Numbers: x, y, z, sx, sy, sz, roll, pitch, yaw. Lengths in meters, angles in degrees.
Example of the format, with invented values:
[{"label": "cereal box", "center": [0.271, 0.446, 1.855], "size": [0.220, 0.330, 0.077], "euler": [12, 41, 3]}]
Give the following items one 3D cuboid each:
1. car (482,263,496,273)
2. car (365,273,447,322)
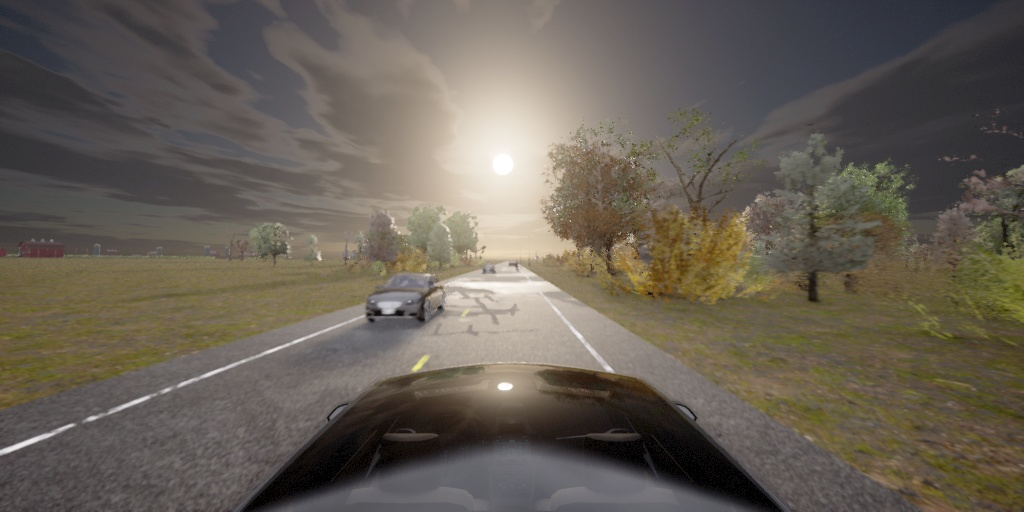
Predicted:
[{"label": "car", "center": [-3.533, 1.866, 55.337], "size": [2.128, 1.511, 4.902], "euler": [0, -1, 0]}, {"label": "car", "center": [-3.596, 1.375, 12.901], "size": [2.128, 1.511, 4.902], "euler": [0, -1, 0]}]
